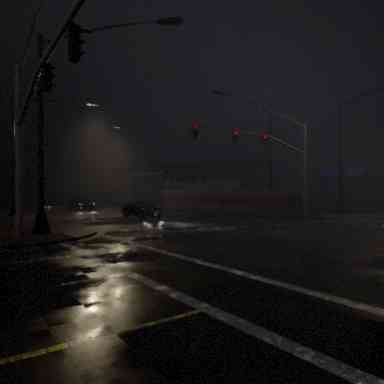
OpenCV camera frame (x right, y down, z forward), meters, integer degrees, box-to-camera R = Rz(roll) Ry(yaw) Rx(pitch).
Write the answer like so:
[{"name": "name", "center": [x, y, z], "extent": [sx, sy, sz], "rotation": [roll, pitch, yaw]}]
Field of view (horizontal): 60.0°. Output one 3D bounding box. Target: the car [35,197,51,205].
[{"name": "car", "center": [-25.763, 1.545, 57.418], "extent": [2.128, 1.511, 4.902], "rotation": [0, 0, -36]}]

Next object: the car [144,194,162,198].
[{"name": "car", "center": [-8.373, 1.229, 73.892], "extent": [4.611, 1.667, 2.242], "rotation": [0, 0, -35]}]

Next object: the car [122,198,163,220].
[{"name": "car", "center": [-4.345, 1.524, 28.480], "extent": [2.128, 1.511, 4.902], "rotation": [0, 0, -37]}]

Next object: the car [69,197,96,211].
[{"name": "car", "center": [-13.490, 1.393, 40.779], "extent": [2.097, 1.767, 4.553], "rotation": [0, 0, -37]}]
